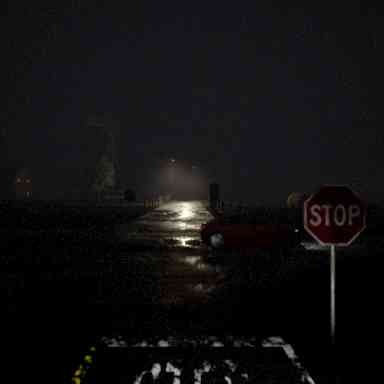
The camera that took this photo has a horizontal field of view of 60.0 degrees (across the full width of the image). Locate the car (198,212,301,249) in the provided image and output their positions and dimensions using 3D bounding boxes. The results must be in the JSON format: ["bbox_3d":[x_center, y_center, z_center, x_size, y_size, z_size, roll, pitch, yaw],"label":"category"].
[{"bbox_3d":[2.363,1.564,13.978,4.181,1.385,1.994,1,0,-1],"label":"car"}]
